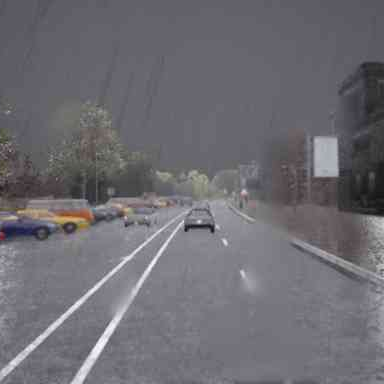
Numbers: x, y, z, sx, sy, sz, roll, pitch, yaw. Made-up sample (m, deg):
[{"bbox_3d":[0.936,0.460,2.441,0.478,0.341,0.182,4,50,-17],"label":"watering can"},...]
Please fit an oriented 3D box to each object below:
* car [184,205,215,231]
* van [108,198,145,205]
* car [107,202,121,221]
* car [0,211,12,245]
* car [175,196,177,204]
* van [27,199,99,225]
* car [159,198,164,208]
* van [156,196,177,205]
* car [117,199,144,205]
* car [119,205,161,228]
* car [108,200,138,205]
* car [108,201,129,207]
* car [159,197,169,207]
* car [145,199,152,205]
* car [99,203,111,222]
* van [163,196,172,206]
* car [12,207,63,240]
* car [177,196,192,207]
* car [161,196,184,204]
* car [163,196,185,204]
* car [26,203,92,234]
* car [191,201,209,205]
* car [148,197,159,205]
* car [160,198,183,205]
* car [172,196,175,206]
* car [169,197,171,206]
[{"bbox_3d":[0.510,1.819,22.439,1.994,1.385,4.181,0,-1,2],"label":"car"},{"bbox_3d":[-8.389,1.741,40.588,4.442,1.987,1.878,-1,0,-17],"label":"van"},{"bbox_3d":[-8.831,1.864,28.777,4.674,1.452,2.002,0,-1,-17],"label":"car"},{"bbox_3d":[-9.398,1.353,10.970,5.566,2.045,2.435,-1,0,-19],"label":"car"},{"bbox_3d":[-6.132,2.202,70.227,5.008,1.535,2.097,-1,-1,-16],"label":"car"},{"bbox_3d":[-8.965,1.521,22.901,4.442,1.987,1.878,-1,-1,-18],"label":"van"},{"bbox_3d":[-7.511,2.082,52.485,4.892,1.521,2.231,-1,-1,-16],"label":"car"},{"bbox_3d":[-5.772,2.005,76.089,4.442,1.987,1.878,-1,0,-15],"label":"van"},{"bbox_3d":[-8.432,1.932,37.656,5.008,1.535,2.097,-1,0,-17],"label":"car"},{"bbox_3d":[-3.764,1.888,25.037,1.895,1.301,4.718,0,-1,2],"label":"car"},{"bbox_3d":[-8.769,1.897,34.635,5.366,1.575,1.946,-1,0,-18],"label":"car"},{"bbox_3d":[-8.720,1.902,31.722,4.674,1.452,2.002,-1,-1,-18],"label":"car"},{"bbox_3d":[-7.106,2.101,55.500,5.366,1.575,1.946,-1,-1,-16],"label":"car"},{"bbox_3d":[-8.101,2.036,43.591,4.674,1.452,2.002,-1,-1,-17],"label":"car"},{"bbox_3d":[-8.966,1.826,25.825,4.674,1.452,2.002,-1,-1,-18],"label":"car"},{"bbox_3d":[-6.699,1.944,64.282,4.442,1.987,1.878,-1,0,-15],"label":"van"},{"bbox_3d":[-9.245,1.714,16.920,4.674,1.452,2.002,-1,-1,-19],"label":"car"},{"bbox_3d":[-1.090,1.911,66.723,2.150,2.045,5.566,0,0,5],"label":"car"},{"bbox_3d":[-4.941,2.009,84.992,5.566,2.045,2.435,-1,-1,-15],"label":"car"},{"bbox_3d":[-4.758,2.020,87.914,5.566,2.045,2.435,-1,0,-15],"label":"car"},{"bbox_3d":[-8.988,1.706,19.950,5.366,1.575,1.946,-1,-1,-19],"label":"car"},{"bbox_3d":[1.358,2.028,41.390,2.033,1.411,5.357,0,-1,3],"label":"car"},{"bbox_3d":[-7.686,1.929,49.528,4.553,1.767,2.185,-1,0,-16],"label":"car"},{"bbox_3d":[-5.026,2.246,82.091,5.366,1.575,1.946,-1,-1,-16],"label":"car"},{"bbox_3d":[-6.387,2.061,67.264,4.553,1.767,2.185,-1,-1,-15],"label":"car"},{"bbox_3d":[-6.847,2.179,61.354,4.792,1.488,2.163,-1,0,-16],"label":"car"}]
